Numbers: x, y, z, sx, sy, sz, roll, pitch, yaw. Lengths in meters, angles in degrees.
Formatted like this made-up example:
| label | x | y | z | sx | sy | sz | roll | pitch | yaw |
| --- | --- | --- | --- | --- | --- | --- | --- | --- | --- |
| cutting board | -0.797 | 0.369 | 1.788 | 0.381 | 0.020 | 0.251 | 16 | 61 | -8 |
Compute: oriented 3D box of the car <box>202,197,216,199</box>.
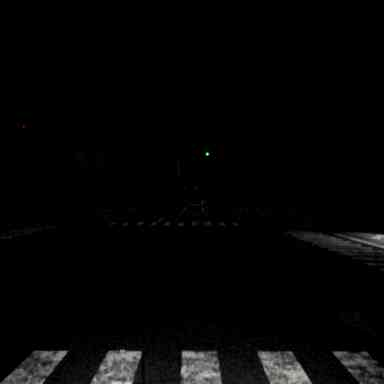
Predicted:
| label | x | y | z | sx | sy | sz | roll | pitch | yaw |
| --- | --- | --- | --- | --- | --- | --- | --- | --- | --- |
| car | 3.075 | 1.856 | 53.145 | 2.192 | 1.841 | 5.009 | 0 | -1 | 0 |

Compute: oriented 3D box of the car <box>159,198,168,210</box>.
| label | x | y | z | sx | sy | sz | roll | pitch | yaw |
| --- | --- | --- | --- | --- | --- | --- | --- | --- | --- |
| car | -5.450 | 2.105 | 53.212 | 1.947 | 1.339 | 4.313 | 0 | -1 | 0 |

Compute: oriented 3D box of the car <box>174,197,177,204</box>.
| label | x | y | z | sx | sy | sz | roll | pitch | yaw |
| --- | --- | --- | --- | --- | --- | --- | --- | --- | --- |
| car | -5.261 | 2.082 | 75.263 | 2.192 | 1.841 | 5.009 | 0 | -1 | 0 |

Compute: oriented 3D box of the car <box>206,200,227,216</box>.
| label | x | y | z | sx | sy | sz | roll | pitch | yaw |
| --- | --- | --- | --- | --- | --- | --- | --- | --- | --- |
| car | 2.933 | 1.922 | 36.605 | 2.008 | 1.369 | 4.403 | 0 | -1 | 0 |

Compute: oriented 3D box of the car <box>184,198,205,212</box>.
| label | x | y | z | sx | sy | sz | roll | pitch | yaw |
| --- | --- | --- | --- | --- | --- | --- | --- | --- | --- |
| car | 0.347 | 1.963 | 46.621 | 2.128 | 1.511 | 4.902 | 0 | -1 | 1 |

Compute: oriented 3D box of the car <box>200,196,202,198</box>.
| label | x | y | z | sx | sy | sz | roll | pitch | yaw |
| --- | --- | --- | --- | --- | --- | --- | --- | --- | --- |
| car | 3.264 | 2.208 | 75.194 | 1.967 | 1.590 | 4.097 | 0 | -1 | 0 |

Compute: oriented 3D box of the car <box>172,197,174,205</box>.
| label | x | y | z | sx | sy | sz | roll | pitch | yaw |
| --- | --- | --- | --- | --- | --- | --- | --- | --- | --- |
| car | -5.308 | 2.254 | 69.749 | 1.887 | 1.381 | 4.507 | 0 | -1 | 0 |

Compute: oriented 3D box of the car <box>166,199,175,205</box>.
| label | x | y | z | sx | sy | sz | roll | pitch | yaw |
| --- | --- | --- | --- | --- | --- | --- | --- | --- | --- |
| car | -5.214 | 2.369 | 80.773 | 1.887 | 1.381 | 4.507 | 0 | -1 | 0 |

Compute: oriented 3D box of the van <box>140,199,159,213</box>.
| label | x | y | z | sx | sy | sz | roll | pitch | yaw |
| --- | --- | --- | --- | --- | --- | --- | --- | --- | --- |
| van | -5.544 | 1.767 | 42.190 | 1.690 | 1.788 | 3.998 | 0 | -1 | 0 |

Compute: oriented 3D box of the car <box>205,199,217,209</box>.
| label | x | y | z | sx | sy | sz | roll | pitch | yaw |
| --- | --- | --- | --- | --- | --- | --- | --- | --- | --- |
| car | 2.982 | 1.955 | 42.287 | 1.752 | 1.417 | 4.829 | 0 | -1 | 0 |

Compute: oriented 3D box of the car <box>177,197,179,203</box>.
| label | x | y | z | sx | sy | sz | roll | pitch | yaw |
| --- | --- | --- | --- | --- | --- | --- | --- | --- | --- |
| car | -5.166 | 2.196 | 86.288 | 2.192 | 1.841 | 5.009 | 0 | -1 | 0 |

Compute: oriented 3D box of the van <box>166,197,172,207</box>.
| label | x | y | z | sx | sy | sz | roll | pitch | yaw |
| --- | --- | --- | --- | --- | --- | --- | --- | --- | --- |
| van | -5.355 | 1.994 | 64.239 | 1.690 | 1.788 | 3.998 | 0 | -1 | 0 |
